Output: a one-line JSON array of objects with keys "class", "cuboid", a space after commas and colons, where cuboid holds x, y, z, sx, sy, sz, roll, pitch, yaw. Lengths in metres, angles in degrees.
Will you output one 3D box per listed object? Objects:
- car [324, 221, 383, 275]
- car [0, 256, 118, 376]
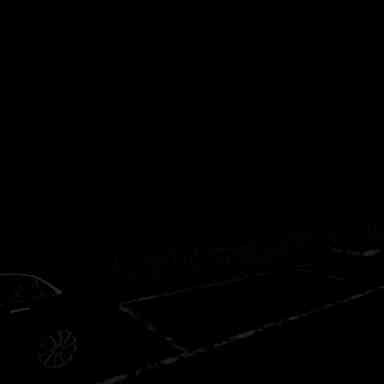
[{"class": "car", "cuboid": [5.893, 1.581, 10.365, 4.206, 1.307, 1.802, 0, 0, -35]}, {"class": "car", "cuboid": [-3.108, 1.551, 3.976, 4.403, 1.369, 2.008, 0, 0, -35]}]
